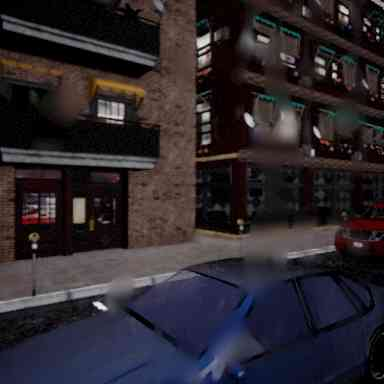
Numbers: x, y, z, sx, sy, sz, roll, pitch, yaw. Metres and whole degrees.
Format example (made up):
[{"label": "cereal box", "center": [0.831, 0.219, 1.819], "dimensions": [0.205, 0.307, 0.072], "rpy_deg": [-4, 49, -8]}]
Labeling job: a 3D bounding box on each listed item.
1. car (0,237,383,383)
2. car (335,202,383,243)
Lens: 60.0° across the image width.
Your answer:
[{"label": "car", "center": [0.607, 1.543, 3.810], "dimensions": [5.357, 1.411, 2.033], "rpy_deg": [0, 0, -35]}, {"label": "car", "center": [7.132, 1.293, 11.637], "dimensions": [5.009, 1.841, 2.192], "rpy_deg": [0, 0, -35]}]
